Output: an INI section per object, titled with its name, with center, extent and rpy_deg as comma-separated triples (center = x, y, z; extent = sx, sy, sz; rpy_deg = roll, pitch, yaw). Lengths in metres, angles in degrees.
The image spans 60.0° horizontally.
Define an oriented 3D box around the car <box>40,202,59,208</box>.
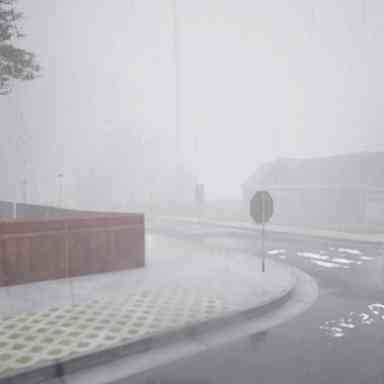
[car]
center = -19.886, 2.025, 45.964
extent = 1.895, 1.301, 4.718
rpy_deg = 0, -1, -36
